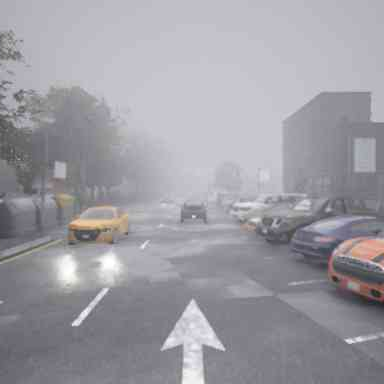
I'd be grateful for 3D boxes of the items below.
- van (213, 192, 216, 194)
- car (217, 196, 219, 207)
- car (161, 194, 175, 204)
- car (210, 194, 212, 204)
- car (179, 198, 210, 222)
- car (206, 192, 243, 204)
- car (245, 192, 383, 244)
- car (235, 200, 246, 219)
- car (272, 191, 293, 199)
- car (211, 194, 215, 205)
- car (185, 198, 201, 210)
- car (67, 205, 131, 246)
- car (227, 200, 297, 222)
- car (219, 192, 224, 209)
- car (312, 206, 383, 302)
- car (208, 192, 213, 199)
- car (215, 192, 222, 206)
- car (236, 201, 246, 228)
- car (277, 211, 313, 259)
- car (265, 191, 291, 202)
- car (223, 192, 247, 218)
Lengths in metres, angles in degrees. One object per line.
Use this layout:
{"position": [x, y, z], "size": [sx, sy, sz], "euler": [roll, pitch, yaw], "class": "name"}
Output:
{"position": [5.520, 1.059, 43.499], "size": [4.442, 1.987, 1.878], "euler": [1, 0, -20], "class": "van"}
{"position": [5.398, 1.353, 34.443], "size": [4.674, 1.452, 2.002], "euler": [1, 0, -20], "class": "car"}
{"position": [-4.057, 1.108, 56.343], "size": [2.097, 1.767, 4.553], "euler": [0, 0, 1], "class": "car"}
{"position": [5.415, 1.314, 46.457], "size": [4.674, 1.452, 2.002], "euler": [1, 0, -20], "class": "car"}
{"position": [0.120, 1.371, 24.597], "size": [1.837, 1.490, 4.892], "euler": [0, 1, 0], "class": "car"}
{"position": [5.423, 0.994, 55.491], "size": [5.566, 2.045, 2.435], "euler": [1, 0, -20], "class": "car"}
{"position": [5.327, 1.153, 13.401], "size": [5.566, 2.045, 2.435], "euler": [1, 1, -20], "class": "car"}
{"position": [5.327, 1.404, 19.418], "size": [4.792, 1.488, 2.163], "euler": [1, 1, -20], "class": "car"}
{"position": [24.015, 0.906, 88.623], "size": [2.435, 2.045, 5.566], "euler": [0, -1, -21], "class": "car"}
{"position": [5.399, 1.293, 40.454], "size": [5.008, 1.535, 2.097], "euler": [1, 0, -20], "class": "car"}
{"position": [0.133, 1.404, 41.553], "size": [1.895, 1.301, 4.718], "euler": [0, 0, 0], "class": "car"}
{"position": [-4.017, 1.387, 15.052], "size": [1.882, 1.535, 5.008], "euler": [0, 0, 0], "class": "car"}
{"position": [5.348, 1.377, 25.419], "size": [4.792, 1.488, 2.163], "euler": [1, 1, -20], "class": "car"}
{"position": [5.359, 1.198, 31.434], "size": [4.553, 1.767, 2.185], "euler": [1, 0, -20], "class": "car"}
{"position": [5.354, 1.314, 7.427], "size": [4.553, 1.767, 2.185], "euler": [1, 1, -20], "class": "car"}
{"position": [5.233, 1.259, 49.398], "size": [5.366, 1.575, 1.946], "euler": [1, 0, -20], "class": "car"}
{"position": [5.437, 1.177, 37.451], "size": [4.553, 1.767, 2.185], "euler": [1, 0, -20], "class": "car"}
{"position": [5.172, 1.384, 16.360], "size": [5.366, 1.575, 1.946], "euler": [1, 1, -20], "class": "car"}
{"position": [5.325, 1.461, 10.425], "size": [4.674, 1.452, 2.002], "euler": [1, 0, -20], "class": "car"}
{"position": [18.391, 0.953, 71.481], "size": [2.435, 2.045, 5.566], "euler": [0, 1, -21], "class": "car"}
{"position": [5.342, 1.109, 22.418], "size": [5.566, 2.045, 2.435], "euler": [1, 1, -20], "class": "car"}
